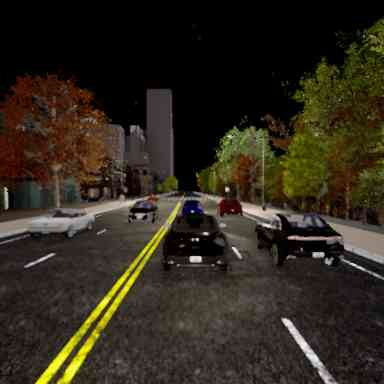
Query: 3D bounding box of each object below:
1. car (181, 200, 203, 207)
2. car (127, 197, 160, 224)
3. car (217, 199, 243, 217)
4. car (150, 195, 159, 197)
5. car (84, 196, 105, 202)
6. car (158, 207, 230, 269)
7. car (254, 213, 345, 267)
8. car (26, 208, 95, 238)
[{"bbox_3d":[0.017,1.379,29.021,1.812,1.442,4.674,0,0,-1],"label":"car"},{"bbox_3d":[-3.385,1.371,23.884,2.128,1.511,4.902,0,0,0],"label":"car"},{"bbox_3d":[3.261,1.329,29.443,1.882,1.535,5.008,0,0,-1],"label":"car"},{"bbox_3d":[-7.132,1.309,62.831,1.895,1.301,4.718,0,0,-1],"label":"car"},{"bbox_3d":[-20.722,1.467,70.693,4.313,1.339,1.947,-1,2,-1],"label":"car"},{"bbox_3d":[0.095,1.450,10.885,1.837,1.490,4.892,0,0,0],"label":"car"},{"bbox_3d":[3.345,1.435,11.218,2.128,1.511,4.902,0,0,0],"label":"car"},{"bbox_3d":[-6.611,1.513,17.230,1.895,1.301,4.718,0,0,0],"label":"car"}]
